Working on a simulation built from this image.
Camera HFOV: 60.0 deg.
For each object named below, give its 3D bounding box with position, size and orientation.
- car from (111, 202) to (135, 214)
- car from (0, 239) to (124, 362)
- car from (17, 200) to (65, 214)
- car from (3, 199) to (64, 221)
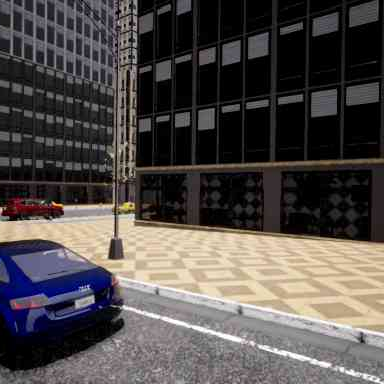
[{"bbox_3d":[-7.051,1.830,38.403,1.752,1.417,4.829,1,0,36],"label":"car"},{"bbox_3d":[-3.212,1.561,5.956,4.181,1.385,1.994,0,0,34],"label":"car"},{"bbox_3d":[-17.347,1.643,38.527,1.752,1.417,4.829,1,0,36],"label":"car"},{"bbox_3d":[-13.814,1.520,29.166,2.192,1.841,5.009,1,0,36],"label":"car"}]
